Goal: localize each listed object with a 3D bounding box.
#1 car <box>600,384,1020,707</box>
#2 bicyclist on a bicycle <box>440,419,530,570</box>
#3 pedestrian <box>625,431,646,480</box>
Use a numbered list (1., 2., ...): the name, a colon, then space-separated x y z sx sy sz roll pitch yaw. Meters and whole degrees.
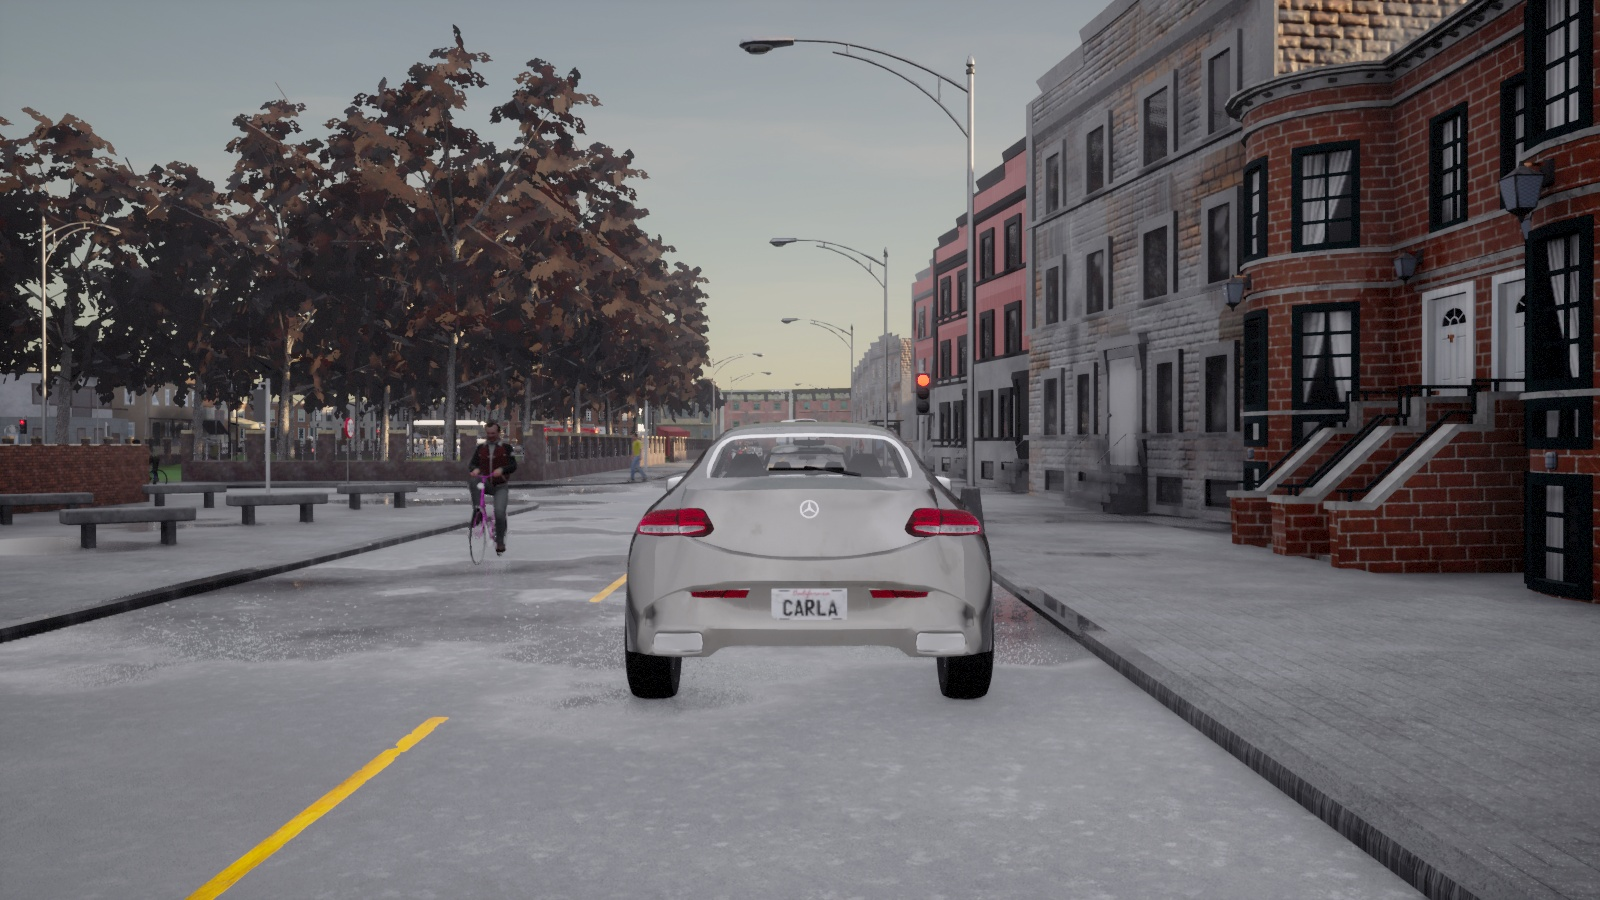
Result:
1. car: 0.064 0.475 8.950 2.152 1.651 5.027 0 0 0
2. bicyclist on a bicycle: -3.912 0.525 15.706 0.659 1.776 1.843 0 0 0
3. pedestrian: -6.112 0.198 46.559 0.706 1.836 0.354 0 0 -26
